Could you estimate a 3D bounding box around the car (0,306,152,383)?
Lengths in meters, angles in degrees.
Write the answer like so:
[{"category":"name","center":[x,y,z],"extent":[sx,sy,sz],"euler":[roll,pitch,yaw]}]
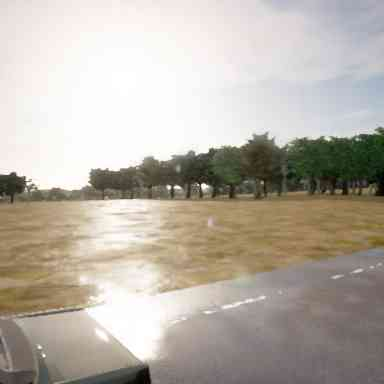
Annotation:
[{"category":"car","center":[-2.729,1.607,2.081],"extent":[4.718,1.301,1.895],"euler":[0,0,-35]}]
